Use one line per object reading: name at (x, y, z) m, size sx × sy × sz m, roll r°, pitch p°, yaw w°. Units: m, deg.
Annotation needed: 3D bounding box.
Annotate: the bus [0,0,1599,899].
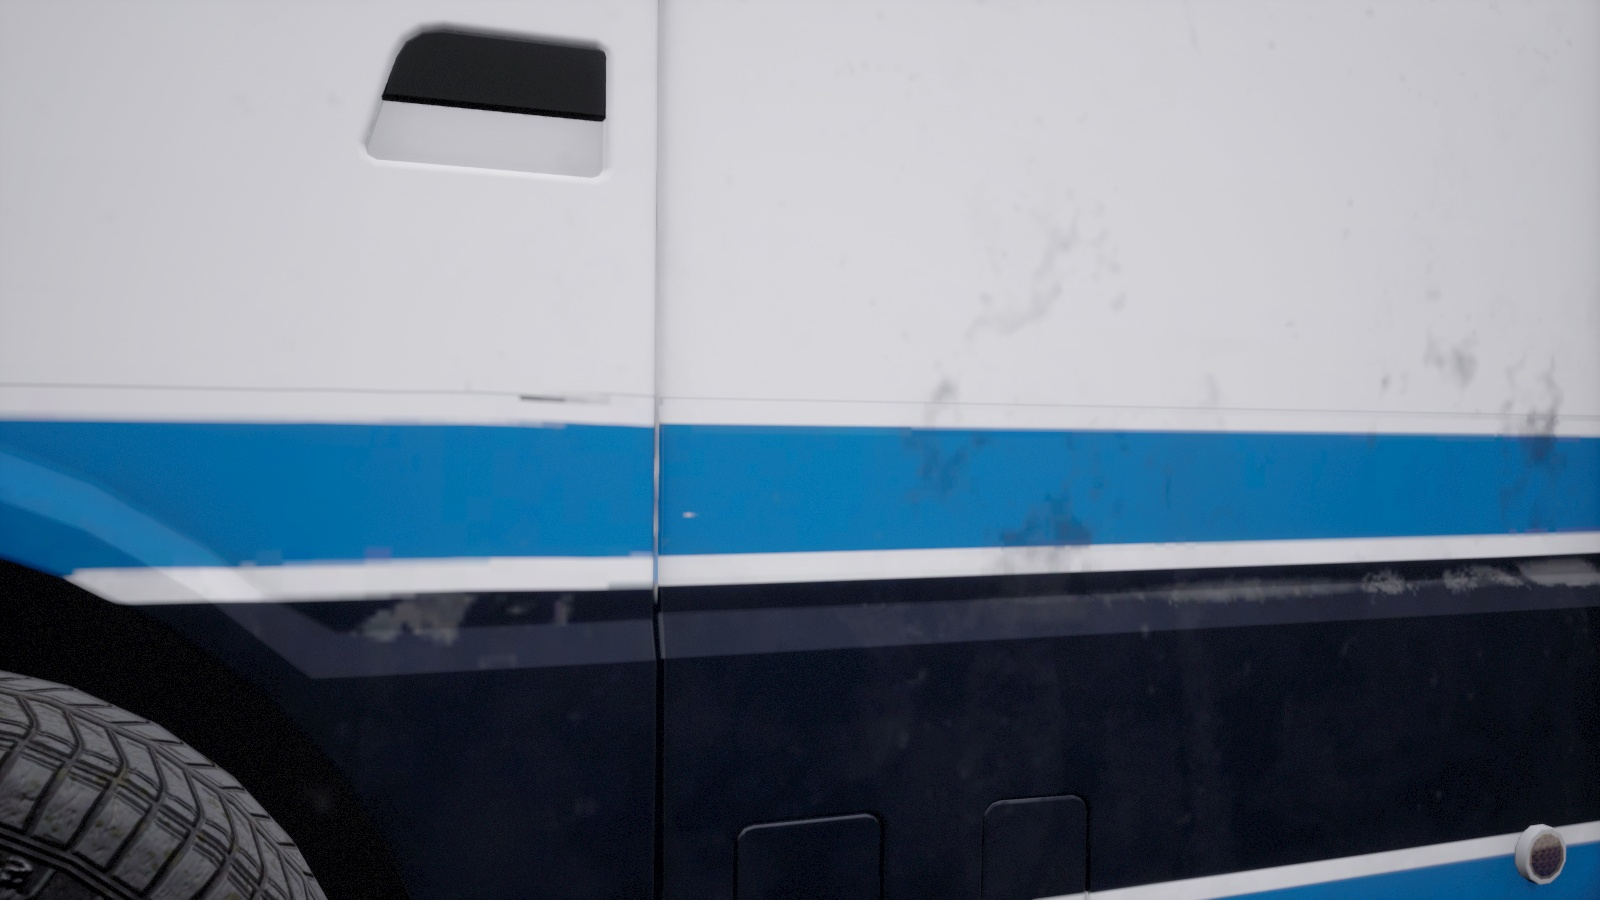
bus at (1.219, -0.652, 3.684) m, size 10.273 × 4.253 × 3.944 m, roll -1°, pitch 1°, yaw -21°
